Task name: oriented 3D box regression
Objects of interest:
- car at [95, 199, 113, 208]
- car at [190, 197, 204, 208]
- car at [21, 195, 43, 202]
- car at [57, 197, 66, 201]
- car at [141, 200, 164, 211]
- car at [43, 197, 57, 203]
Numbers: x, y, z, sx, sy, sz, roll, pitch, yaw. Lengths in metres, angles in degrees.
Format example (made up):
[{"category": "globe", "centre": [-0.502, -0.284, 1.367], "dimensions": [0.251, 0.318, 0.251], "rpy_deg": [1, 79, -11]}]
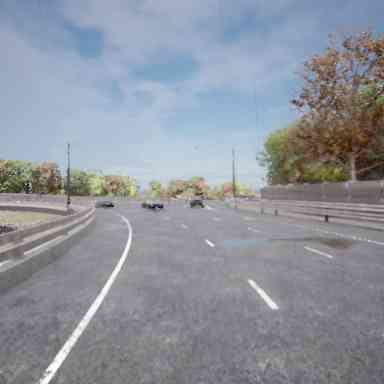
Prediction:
[{"category": "car", "centre": [-13.775, 1.730, 52.074], "dimensions": [1.994, 1.385, 4.181], "rpy_deg": [-1, 0, -30]}, {"category": "car", "centre": [0.740, 1.500, 49.101], "dimensions": [1.837, 1.490, 4.892], "rpy_deg": [-2, 0, 1]}, {"category": "car", "centre": [-39.919, 2.019, 82.833], "dimensions": [4.181, 1.385, 1.994], "rpy_deg": [-1, 0, 37]}, {"category": "car", "centre": [-35.549, 1.958, 88.303], "dimensions": [5.357, 1.411, 2.033], "rpy_deg": [-1, 0, 37]}, {"category": "car", "centre": [-5.200, 1.665, 42.823], "dimensions": [1.895, 1.301, 4.718], "rpy_deg": [-1, 0, -23]}, {"category": "car", "centre": [-37.566, 1.924, 85.445], "dimensions": [5.008, 1.535, 1.882], "rpy_deg": [-1, 0, 37]}]
